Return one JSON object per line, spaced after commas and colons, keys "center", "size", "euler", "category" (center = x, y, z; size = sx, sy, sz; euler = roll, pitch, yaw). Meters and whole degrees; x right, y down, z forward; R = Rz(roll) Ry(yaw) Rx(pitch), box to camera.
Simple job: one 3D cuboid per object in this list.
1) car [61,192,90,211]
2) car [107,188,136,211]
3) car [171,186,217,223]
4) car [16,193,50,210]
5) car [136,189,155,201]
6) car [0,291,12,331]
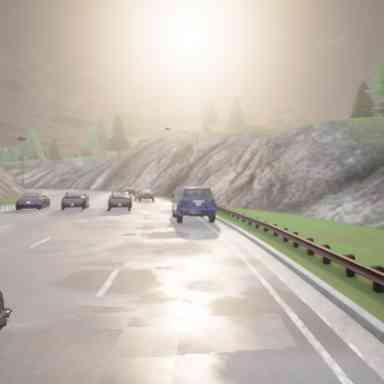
{"center": [-9.712, 0.705, 27.815], "size": [2.128, 1.511, 4.902], "euler": [0, 2, -13], "category": "car"}
{"center": [-6.026, 0.705, 27.831], "size": [2.128, 1.511, 4.902], "euler": [0, 2, -12], "category": "car"}
{"center": [0.008, 0.656, 20.032], "size": [2.150, 2.045, 5.566], "euler": [0, 2, -8], "category": "car"}
{"center": [-13.464, 0.762, 28.381], "size": [1.994, 1.385, 4.181], "euler": [0, 2, -13], "category": "car"}
{"center": [-5.924, 0.359, 41.355], "size": [1.812, 1.442, 4.674], "euler": [-1, 2, -18], "category": "car"}
{"center": [-3.421, 1.483, 2.150], "size": [2.033, 1.411, 5.357], "euler": [0, 2, -1], "category": "car"}
